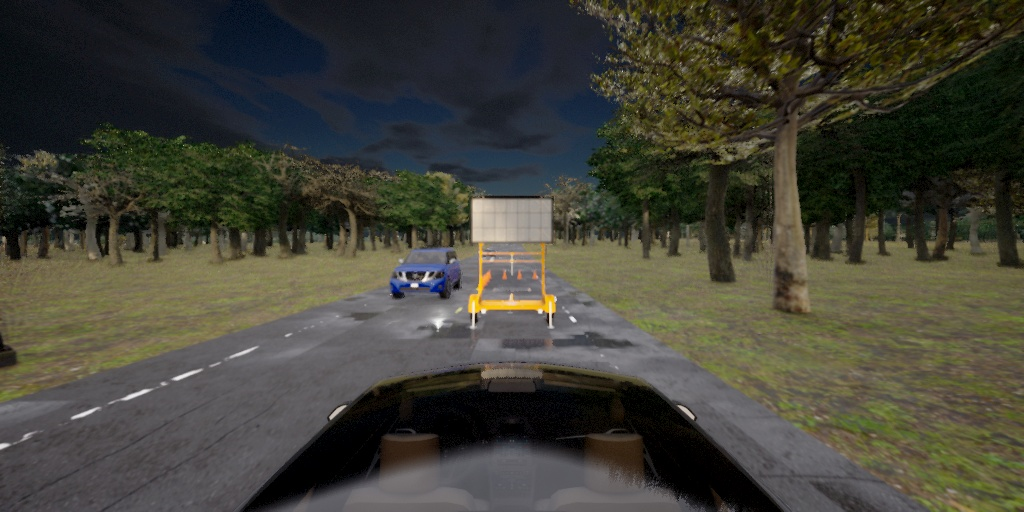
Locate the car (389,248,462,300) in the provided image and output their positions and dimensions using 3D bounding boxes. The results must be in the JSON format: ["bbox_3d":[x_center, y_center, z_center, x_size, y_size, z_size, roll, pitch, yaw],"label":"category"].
[{"bbox_3d":[-3.596,0.657,15.989,2.150,2.045,5.566,0,1,0],"label":"car"}]

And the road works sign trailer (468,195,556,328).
[{"bbox_3d":[0.000,0.032,10.607,2.380,3.560,2.880,0,0,0],"label":"road works sign trailer"}]

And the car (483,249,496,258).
[{"bbox_3d":[-3.548,-0.496,57.670,1.994,1.385,4.181,0,3,0],"label":"car"}]
